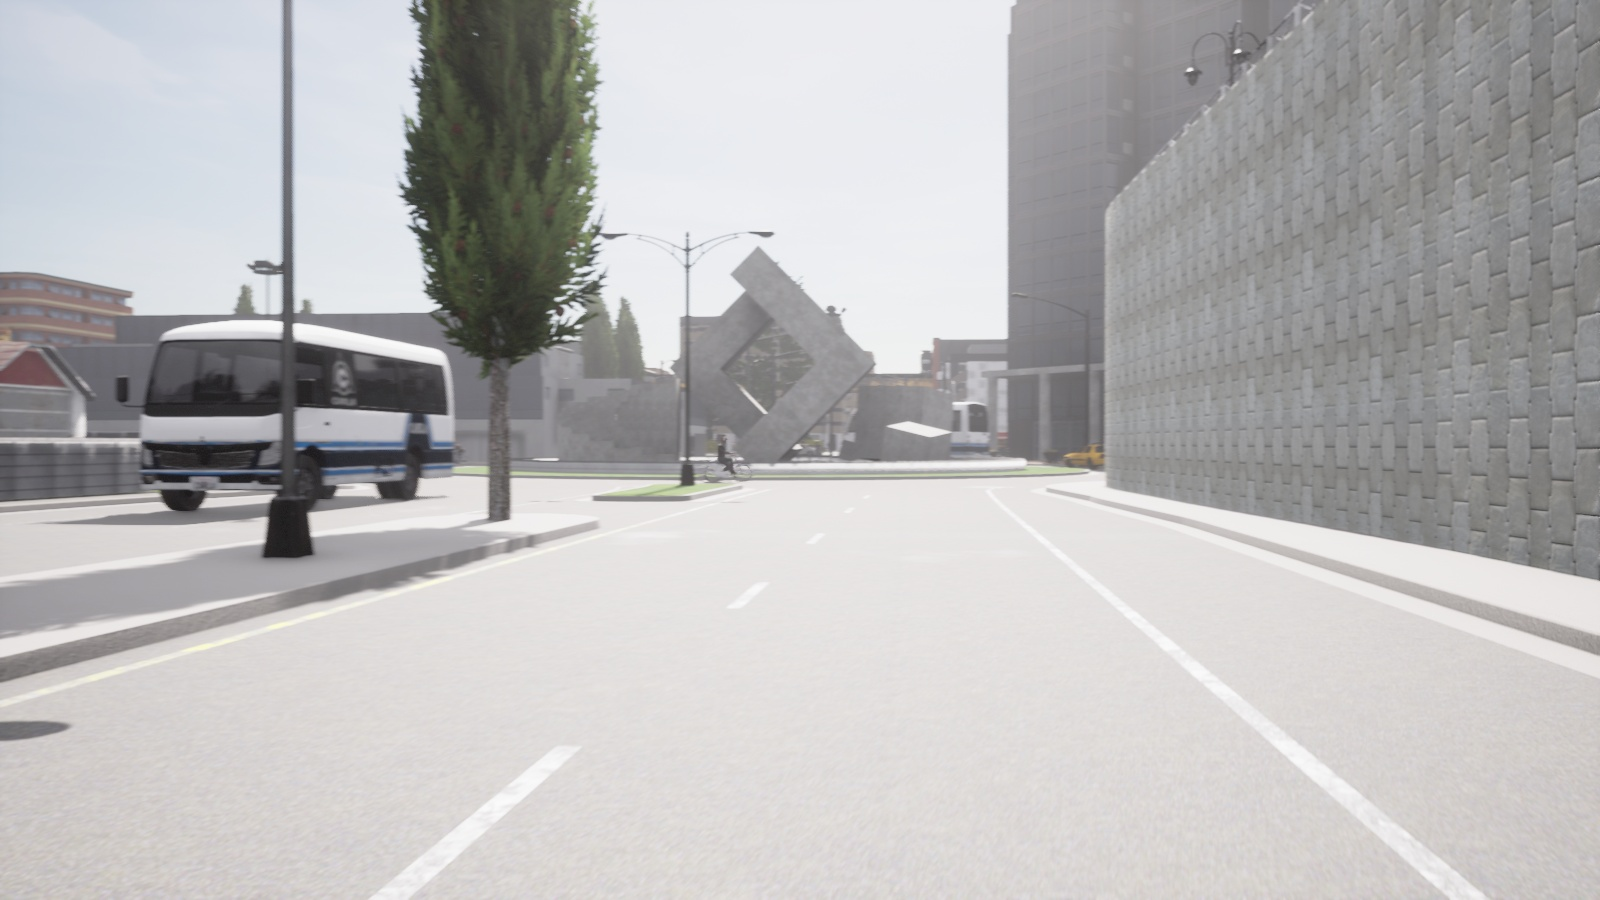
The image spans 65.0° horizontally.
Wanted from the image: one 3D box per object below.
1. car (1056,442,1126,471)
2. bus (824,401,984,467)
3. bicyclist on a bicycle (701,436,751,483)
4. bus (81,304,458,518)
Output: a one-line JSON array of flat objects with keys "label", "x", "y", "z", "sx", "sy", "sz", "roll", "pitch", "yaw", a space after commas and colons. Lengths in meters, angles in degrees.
[{"label": "car", "x": 16.908, "y": 0.350, "z": 73.154, "sx": 1.801, "sy": 1.575, "sz": 5.366, "roll": 0, "pitch": 0, "yaw": -13}, {"label": "bus", "x": 6.984, "y": -1.047, "z": 85.511, "sx": 10.273, "sy": 4.253, "sz": 3.944, "roll": 0, "pitch": 0, "yaw": 36}, {"label": "bicyclist on a bicycle", "x": -2.842, "y": 0.368, "z": 48.205, "sx": 1.843, "sy": 1.776, "sz": 0.659, "roll": 0, "pitch": 0, "yaw": 3}, {"label": "bus", "x": -12.029, "y": -0.807, "z": 30.219, "sx": 3.944, "sy": 4.253, "sz": 10.273, "roll": 0, "pitch": 0, "yaw": 5}]
